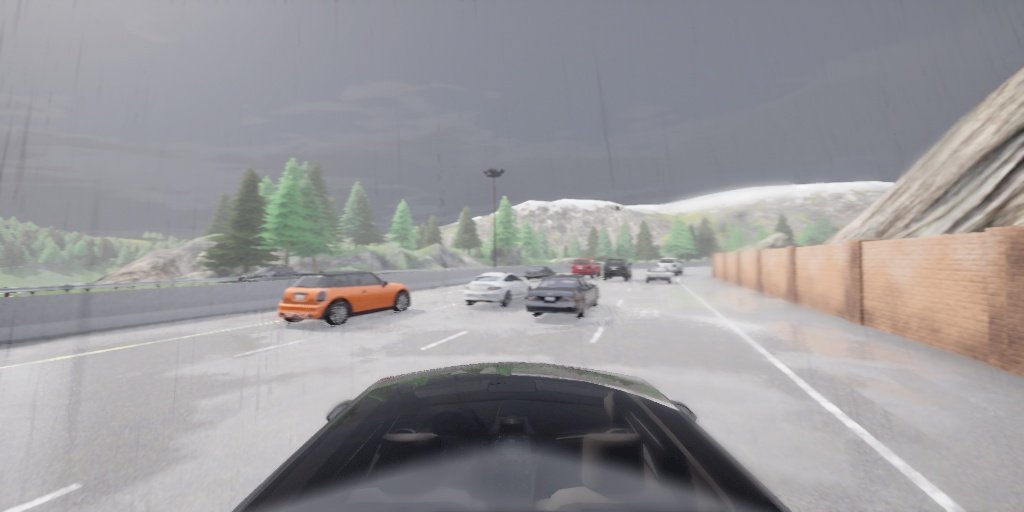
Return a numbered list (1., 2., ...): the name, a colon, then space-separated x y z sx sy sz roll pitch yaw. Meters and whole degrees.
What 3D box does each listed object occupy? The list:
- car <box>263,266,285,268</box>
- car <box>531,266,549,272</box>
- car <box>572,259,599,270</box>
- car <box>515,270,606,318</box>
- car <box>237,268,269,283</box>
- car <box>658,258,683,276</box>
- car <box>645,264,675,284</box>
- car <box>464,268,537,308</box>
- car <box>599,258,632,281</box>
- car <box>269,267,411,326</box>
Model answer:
1. car: -21.233 1.720 31.413 2.097 1.767 4.553 -1 -1 21
2. car: 2.778 1.658 34.632 2.033 1.411 5.357 -1 -1 23
3. car: 7.846 1.306 37.502 2.150 2.045 5.566 -1 -1 25
4. car: 2.109 1.415 13.665 2.033 1.411 5.357 -1 -1 21
5. car: -18.753 1.862 28.144 1.994 1.385 4.181 -1 -1 21
6. car: 18.496 1.229 41.849 2.150 2.045 5.566 -1 0 33
7. car: 11.976 1.535 29.385 1.895 1.301 4.718 -1 -1 22
8. car: -0.550 1.459 16.494 1.812 1.442 4.674 -1 -1 21
9. car: 9.937 1.234 33.637 2.150 2.045 5.566 -1 -1 23
10. car: -5.691 1.306 12.912 2.097 1.767 4.553 -1 -1 21
